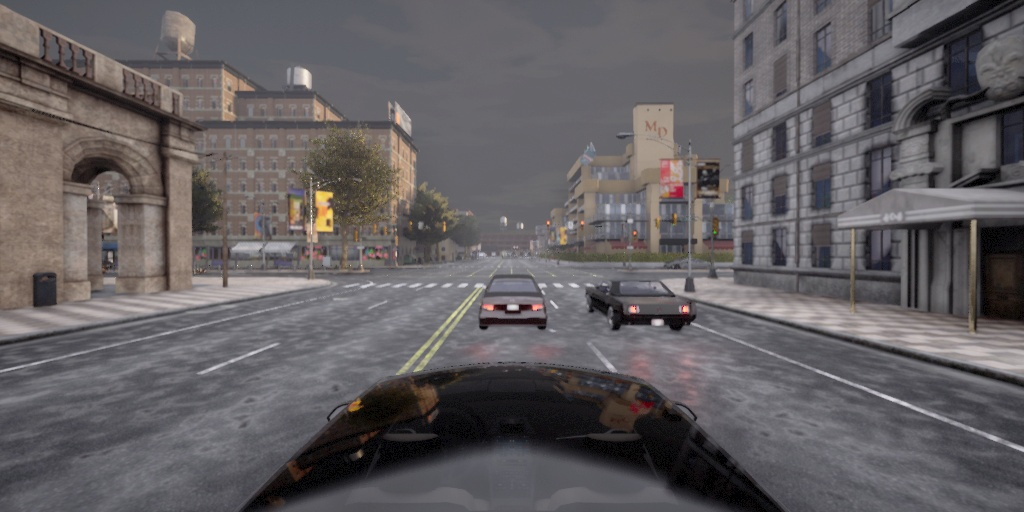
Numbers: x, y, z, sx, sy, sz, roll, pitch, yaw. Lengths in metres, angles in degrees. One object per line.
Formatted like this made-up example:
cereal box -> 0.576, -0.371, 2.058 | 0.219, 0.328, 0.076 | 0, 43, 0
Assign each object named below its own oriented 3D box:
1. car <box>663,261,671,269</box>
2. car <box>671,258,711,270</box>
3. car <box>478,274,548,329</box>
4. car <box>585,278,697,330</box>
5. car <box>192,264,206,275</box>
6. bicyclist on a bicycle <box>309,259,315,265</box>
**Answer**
car -> 23.019, 1.012, 48.417 | 4.902, 1.511, 2.128 | 0, 0, 0
car -> 22.723, 1.100, 44.921 | 4.181, 1.385, 1.994 | 0, 0, 0
car -> 0.023, 1.252, 10.991 | 2.033, 1.411, 5.357 | 0, 0, 0
car -> 3.523, 1.306, 10.872 | 1.895, 1.301, 4.718 | 0, 0, 0
car -> -31.197, 1.100, 33.114 | 4.892, 1.490, 1.837 | 0, 0, 0
bicyclist on a bicycle -> -31.351, 0.783, 56.094 | 0.582, 1.620, 1.656 | 0, 1, 0
